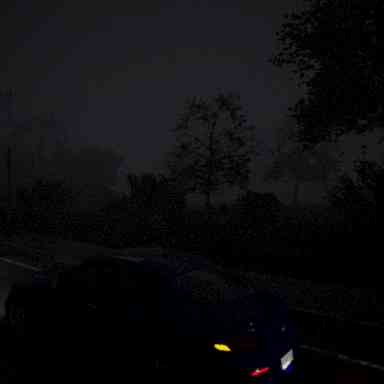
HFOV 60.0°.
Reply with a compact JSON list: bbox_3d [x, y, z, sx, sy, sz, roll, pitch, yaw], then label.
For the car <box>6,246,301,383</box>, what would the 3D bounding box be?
[{"bbox_3d":[-0.856,1.532,4.797,4.674,1.442,1.812,0,0,37],"label":"car"}]
